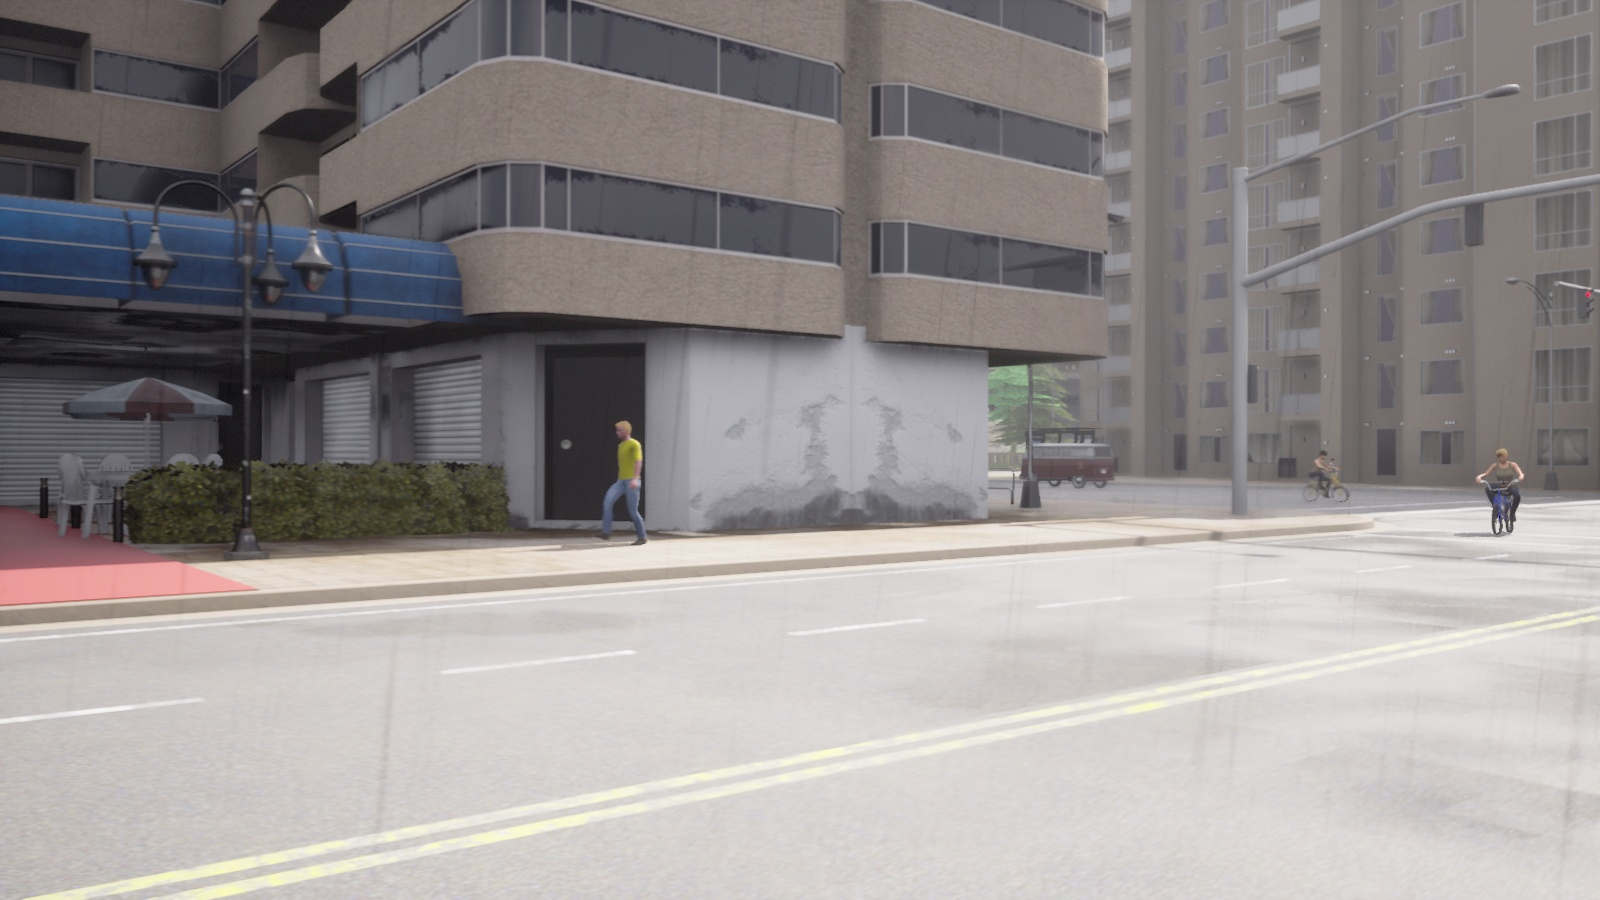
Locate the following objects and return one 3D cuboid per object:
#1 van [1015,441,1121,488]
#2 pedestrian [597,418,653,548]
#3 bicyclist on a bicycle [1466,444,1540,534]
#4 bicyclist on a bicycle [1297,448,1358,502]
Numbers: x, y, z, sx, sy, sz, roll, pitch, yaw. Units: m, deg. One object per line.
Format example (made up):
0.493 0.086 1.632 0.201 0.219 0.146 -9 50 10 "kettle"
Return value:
11.776 0.630 55.462 1.775 1.987 4.442 0 0 -39 "van"
-2.520 0.462 18.086 0.706 1.836 0.354 0 0 -41 "pedestrian"
13.161 0.718 23.494 0.866 1.612 1.509 -2 -1 42 "bicyclist on a bicycle"
16.231 0.754 38.643 0.866 1.612 1.509 0 0 -38 "bicyclist on a bicycle"
